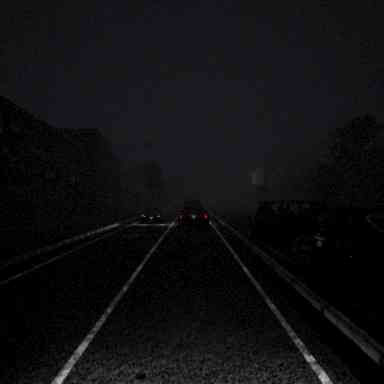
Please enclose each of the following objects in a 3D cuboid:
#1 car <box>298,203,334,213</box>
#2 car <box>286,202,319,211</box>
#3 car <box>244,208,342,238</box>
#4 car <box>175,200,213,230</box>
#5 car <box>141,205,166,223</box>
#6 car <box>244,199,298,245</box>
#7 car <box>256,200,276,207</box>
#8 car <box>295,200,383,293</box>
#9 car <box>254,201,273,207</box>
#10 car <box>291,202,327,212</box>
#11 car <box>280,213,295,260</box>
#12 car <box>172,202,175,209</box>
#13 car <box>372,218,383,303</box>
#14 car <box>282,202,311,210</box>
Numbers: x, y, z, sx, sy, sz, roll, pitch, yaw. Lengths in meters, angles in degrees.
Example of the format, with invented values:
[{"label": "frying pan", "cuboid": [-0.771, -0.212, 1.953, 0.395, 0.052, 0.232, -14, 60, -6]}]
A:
[{"label": "car", "cuboid": [18.707, 2.359, 50.137, 4.674, 1.452, 2.002, 0, -1, 0]}, {"label": "car", "cuboid": [18.710, 2.449, 56.559, 4.892, 1.521, 2.231, 0, -1, 0]}, {"label": "car", "cuboid": [5.595, 1.709, 18.906, 4.892, 1.521, 2.231, 0, -1, 0]}, {"label": "car", "cuboid": [0.105, 1.673, 23.443, 2.097, 1.767, 4.553, 0, -1, 0]}, {"label": "car", "cuboid": [-3.343, 1.955, 29.752, 1.837, 1.490, 4.892, 0, -1, 0]}, {"label": "car", "cuboid": [5.628, 1.412, 16.109, 5.566, 2.045, 2.435, 0, -1, 0]}, {"label": "car", "cuboid": [18.771, 2.876, 84.168, 4.553, 1.767, 2.185, 0, -1, 0]}, {"label": "car", "cuboid": [5.624, 1.300, 7.700, 5.566, 2.045, 2.435, 0, -1, 0]}, {"label": "car", "cuboid": [18.701, 3.107, 87.334, 4.674, 1.452, 2.002, 0, -1, 0]}, {"label": "car", "cuboid": [18.718, 2.382, 53.286, 5.008, 1.535, 2.097, 0, -1, 0]}, {"label": "car", "cuboid": [5.602, 1.585, 10.502, 4.892, 1.521, 2.231, 0, -1, 0]}, {"label": "car", "cuboid": [-3.237, 2.846, 70.247, 1.895, 1.301, 4.718, 0, -1, 0]}, {"label": "car", "cuboid": [5.565, 1.393, 4.897, 4.553, 1.767, 2.185, 0, -1, 0]}, {"label": "car", "cuboid": [18.715, 2.554, 59.833, 4.674, 1.452, 2.002, 0, -1, 0]}]
